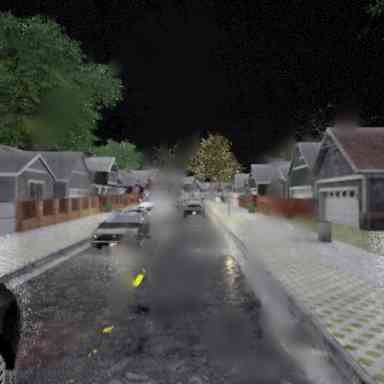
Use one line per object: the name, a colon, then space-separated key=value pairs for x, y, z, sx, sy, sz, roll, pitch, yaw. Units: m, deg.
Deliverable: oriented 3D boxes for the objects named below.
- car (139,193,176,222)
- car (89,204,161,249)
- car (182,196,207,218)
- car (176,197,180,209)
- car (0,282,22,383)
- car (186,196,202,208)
car: x=-2.683 y=1.104 z=25.227 sx=2.150 sy=2.045 sz=5.566 roll=0 pitch=0 yaw=1
car: x=-2.779 y=1.479 z=14.469 sx=2.033 sy=1.411 sz=5.357 roll=0 pitch=0 yaw=0
car: x=0.203 y=1.377 z=28.827 sx=1.837 sy=1.490 sz=4.892 roll=0 pitch=1 yaw=1
car: x=-2.565 y=1.299 z=42.121 sx=2.128 sy=1.511 sz=4.902 roll=0 pitch=0 yaw=1
car: x=-2.846 y=1.479 z=1.784 sx=2.128 sy=1.511 sz=4.902 roll=0 pitch=0 yaw=0
car: x=0.279 y=1.292 z=44.398 sx=2.128 sy=1.511 sz=4.902 roll=0 pitch=0 yaw=1
